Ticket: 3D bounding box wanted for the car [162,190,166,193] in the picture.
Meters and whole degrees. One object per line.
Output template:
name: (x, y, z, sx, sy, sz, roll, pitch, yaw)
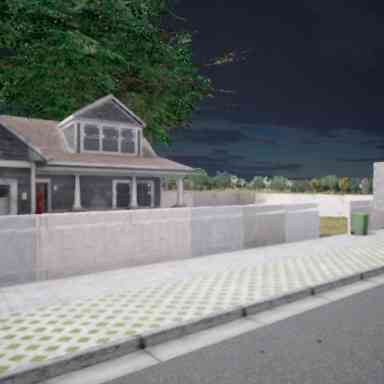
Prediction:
car: (-6.559, 0.344, 62.665, 2.097, 1.767, 4.553, 0, 1, -36)
